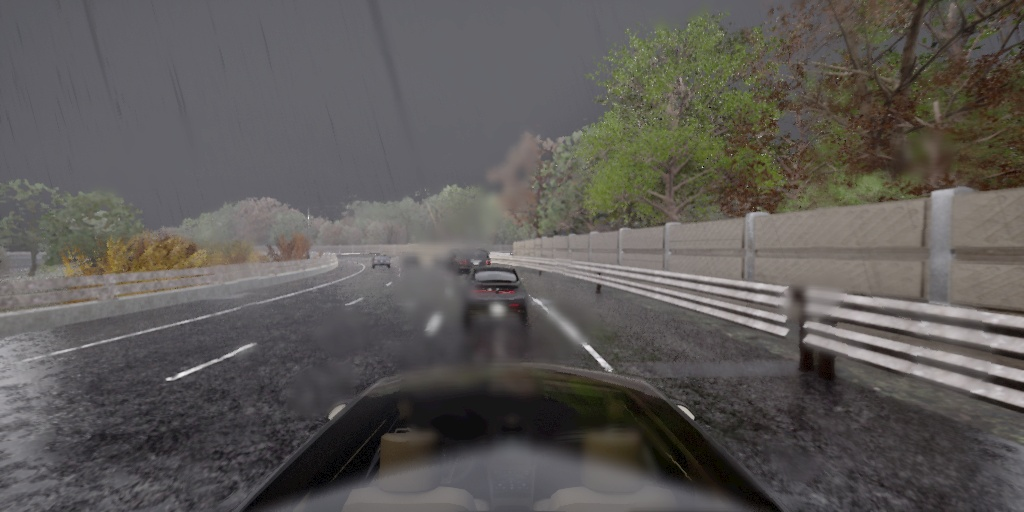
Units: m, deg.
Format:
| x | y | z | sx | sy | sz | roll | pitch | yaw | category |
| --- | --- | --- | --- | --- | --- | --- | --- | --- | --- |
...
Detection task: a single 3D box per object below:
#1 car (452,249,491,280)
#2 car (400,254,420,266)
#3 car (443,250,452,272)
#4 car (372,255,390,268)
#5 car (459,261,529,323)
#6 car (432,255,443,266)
| x | y | z | sx | sy | sz | roll | pitch | yaw | category |
| --- | --- | --- | --- | --- | --- | --- | --- | --- | --- |
| -2.781 | 0.520 | 25.043 | 2.150 | 2.045 | 5.566 | 0 | 1 | -13 | car |
| -12.450 | 0.450 | 43.911 | 1.837 | 1.490 | 4.892 | 0 | 2 | -23 | car |
| -4.934 | 0.353 | 33.840 | 2.150 | 2.045 | 5.566 | 0 | 1 | -15 | car |
| -14.615 | 0.568 | 40.044 | 2.033 | 1.411 | 5.357 | 0 | 1 | -22 | car |
| -0.628 | 1.064 | 11.448 | 1.837 | 1.490 | 4.892 | 0 | 1 | -7 | car |
| -8.425 | 0.549 | 43.484 | 1.895 | 1.301 | 4.718 | 0 | 1 | -22 | car |
